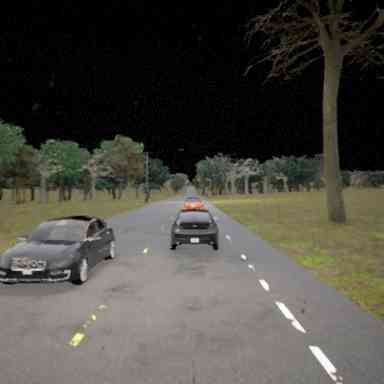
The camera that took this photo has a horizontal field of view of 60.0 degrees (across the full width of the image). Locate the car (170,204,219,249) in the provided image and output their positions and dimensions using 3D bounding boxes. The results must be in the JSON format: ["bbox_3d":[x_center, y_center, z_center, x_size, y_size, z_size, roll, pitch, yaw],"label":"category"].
[{"bbox_3d":[0.103,1.473,14.374,1.837,1.490,4.892,0,0,0],"label":"car"}]

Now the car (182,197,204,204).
[{"bbox_3d":[0.106,1.278,32.176,2.097,1.767,4.553,0,0,0],"label":"car"}]

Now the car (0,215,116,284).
[{"bbox_3d":[-3.509,1.487,9.543,1.837,1.490,4.892,0,0,0],"label":"car"}]
